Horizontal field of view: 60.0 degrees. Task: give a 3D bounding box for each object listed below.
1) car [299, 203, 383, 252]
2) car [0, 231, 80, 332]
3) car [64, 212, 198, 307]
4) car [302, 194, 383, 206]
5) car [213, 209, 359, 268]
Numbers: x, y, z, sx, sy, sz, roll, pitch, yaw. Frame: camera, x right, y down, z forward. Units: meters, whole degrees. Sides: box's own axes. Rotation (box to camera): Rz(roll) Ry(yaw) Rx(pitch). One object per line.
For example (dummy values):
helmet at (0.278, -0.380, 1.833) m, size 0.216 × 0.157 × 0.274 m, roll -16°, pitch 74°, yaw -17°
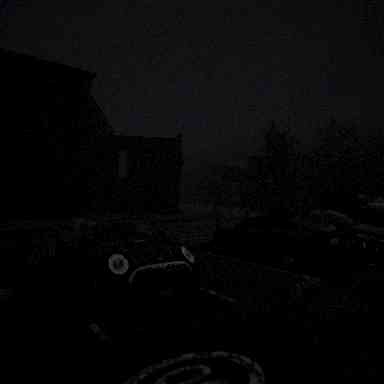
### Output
car at (5.004, 1.404, 13.023) m, size 2.231 × 1.521 × 4.892 m, roll -1°, pitch 1°, yaw -35°
car at (-4.086, 1.505, 6.567) m, size 2.163 × 1.488 × 4.792 m, roll 0°, pitch 0°, yaw -36°
car at (-1.818, 1.346, 8.187) m, size 2.185 × 1.767 × 4.553 m, roll 0°, pitch 0°, yaw -36°
car at (7.291, 1.107, 14.611) m, size 2.435 × 2.045 × 5.566 m, roll -1°, pitch 1°, yaw -35°
car at (2.728, 1.467, 11.428) m, size 2.163 × 1.488 × 4.792 m, roll 0°, pitch 0°, yaw -36°
